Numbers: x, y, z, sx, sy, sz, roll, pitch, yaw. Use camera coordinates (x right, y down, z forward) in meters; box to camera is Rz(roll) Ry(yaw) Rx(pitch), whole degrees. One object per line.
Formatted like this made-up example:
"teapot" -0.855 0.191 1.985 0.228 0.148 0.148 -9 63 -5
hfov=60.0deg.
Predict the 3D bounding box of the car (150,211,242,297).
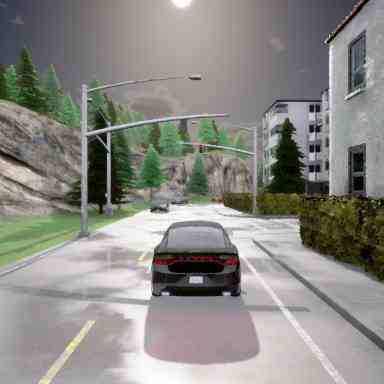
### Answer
"car" 0.097 1.478 8.646 1.882 1.535 5.008 0 0 0

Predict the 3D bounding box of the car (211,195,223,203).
"car" 5.902 1.352 69.133 2.097 1.767 4.553 0 0 45

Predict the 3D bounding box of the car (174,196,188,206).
"car" -1.999 1.506 54.498 1.837 1.490 4.892 0 -1 16

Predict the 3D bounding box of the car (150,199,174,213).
"car" -3.487 1.547 36.913 2.033 1.411 5.357 0 0 0
